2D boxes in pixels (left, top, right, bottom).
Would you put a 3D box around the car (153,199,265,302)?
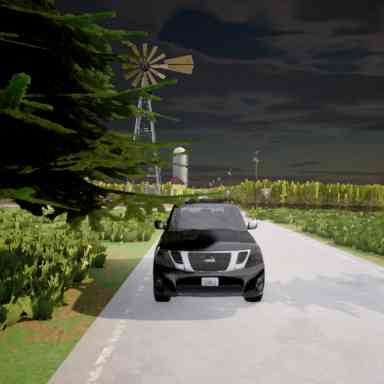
[{"bbox_3d":[0.332,1.221,8.601,2.150,2.045,5.566,0,0,0],"label":"car"}]
